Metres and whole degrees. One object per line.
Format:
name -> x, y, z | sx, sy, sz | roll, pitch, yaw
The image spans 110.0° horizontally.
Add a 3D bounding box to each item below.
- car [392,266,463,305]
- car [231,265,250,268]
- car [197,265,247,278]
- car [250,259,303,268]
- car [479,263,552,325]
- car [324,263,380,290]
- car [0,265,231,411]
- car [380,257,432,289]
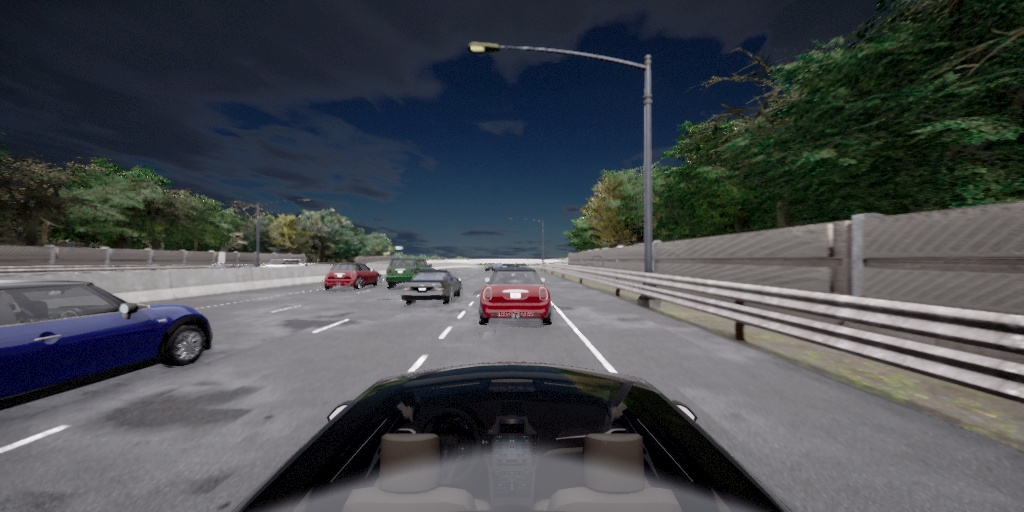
car -> -3.499, 1.366, 16.488 | 2.033, 1.411, 5.357 | 0, 0, 0
car -> -28.085, 1.647, 38.386 | 1.994, 1.385, 4.181 | 0, -1, 0
car -> -31.581, 1.659, 39.219 | 1.994, 1.385, 4.181 | 0, -1, 0
car -> -24.588, 1.304, 38.216 | 2.150, 2.045, 5.566 | 0, -1, 0
car -> 0.100, 1.142, 12.184 | 2.097, 1.767, 4.553 | 0, 0, 0
car -> -10.399, 1.241, 23.754 | 2.097, 1.767, 4.553 | 0, -1, 0
car -> -6.900, 1.111, 5.111 | 2.097, 1.767, 4.553 | 0, 0, 0
car -> -6.898, 1.123, 24.810 | 2.150, 2.045, 5.566 | 0, -1, 0
